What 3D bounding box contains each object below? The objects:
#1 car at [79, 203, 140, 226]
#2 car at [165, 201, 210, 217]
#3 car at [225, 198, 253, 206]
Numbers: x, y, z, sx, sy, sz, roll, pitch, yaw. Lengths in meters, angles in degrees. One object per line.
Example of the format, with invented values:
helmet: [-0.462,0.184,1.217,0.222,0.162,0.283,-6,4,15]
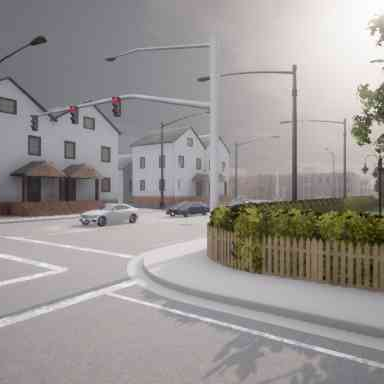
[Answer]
car: [-5.679,1.526,23.440,1.812,1.442,4.674,0,0,35]
car: [-0.190,1.547,31.387,2.033,1.411,5.357,0,0,35]
car: [5.690,1.492,39.875,2.128,1.511,4.902,0,0,35]
